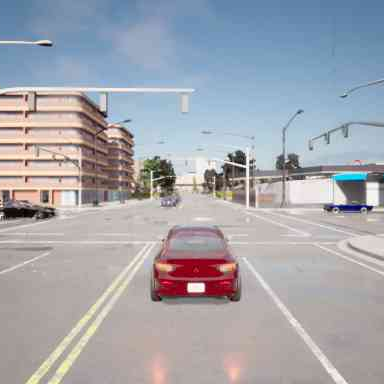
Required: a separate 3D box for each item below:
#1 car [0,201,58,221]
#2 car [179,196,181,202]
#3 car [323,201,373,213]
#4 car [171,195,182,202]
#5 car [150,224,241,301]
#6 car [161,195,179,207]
[{"bbox_3d":[-13.137,1.435,26.146,4.902,1.511,2.128,0,0,-1],"label":"car"},{"bbox_3d":[-3.564,1.600,62.209,1.895,1.301,4.718,0,0,0],"label":"car"},{"bbox_3d":[16.534,1.601,35.493,4.718,1.301,1.895,0,0,1],"label":"car"},{"bbox_3d":[-3.504,1.525,76.082,2.128,1.511,4.902,0,0,0],"label":"car"},{"bbox_3d":[0.082,1.526,8.195,1.812,1.442,4.674,0,0,0],"label":"car"},{"bbox_3d":[-3.585,1.352,51.677,2.097,1.767,4.553,0,0,0],"label":"car"}]
